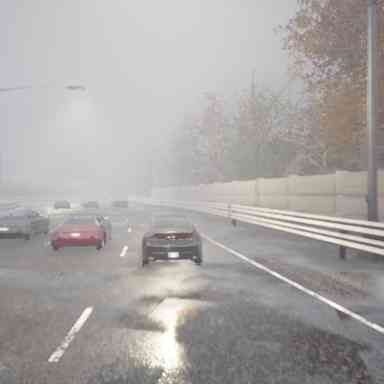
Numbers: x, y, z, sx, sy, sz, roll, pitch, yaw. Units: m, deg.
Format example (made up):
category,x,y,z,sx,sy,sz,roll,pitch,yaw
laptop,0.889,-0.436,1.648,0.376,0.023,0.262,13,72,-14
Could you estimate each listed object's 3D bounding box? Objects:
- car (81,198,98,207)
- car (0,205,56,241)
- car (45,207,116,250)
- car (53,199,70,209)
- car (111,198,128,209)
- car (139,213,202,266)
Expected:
category,x,y,z,sx,sy,sz,roll,pitch,yaw
car,-14.259,1.584,46.362,1.812,1.442,4.674,0,0,-25
car,-8.515,1.597,16.583,1.994,1.385,4.181,0,0,-9
car,-4.672,1.583,14.543,1.994,1.385,4.181,0,0,-8
car,-18.422,1.638,46.897,1.994,1.385,4.181,0,0,-26
car,-10.131,1.521,46.403,1.882,1.535,5.008,0,0,-21
car,-0.772,1.509,11.695,1.837,1.490,4.892,0,0,-6
